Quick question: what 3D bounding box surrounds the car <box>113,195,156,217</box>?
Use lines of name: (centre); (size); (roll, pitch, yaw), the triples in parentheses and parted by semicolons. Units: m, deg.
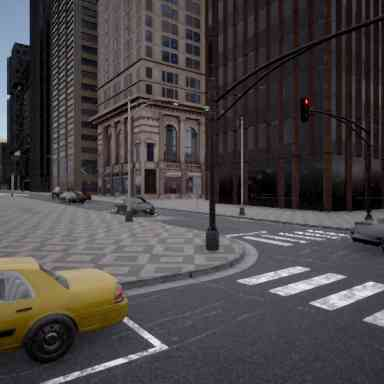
car: (-4.621, 1.055, 26.214); (1.837, 1.490, 4.892); (0, 1, -36)

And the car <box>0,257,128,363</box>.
car: (-3.276, 1.526, 4.312); (4.829, 1.417, 1.752); (0, 0, -35)

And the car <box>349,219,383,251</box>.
car: (8.456, 1.479, 11.602); (5.357, 1.411, 2.033); (1, 1, 26)

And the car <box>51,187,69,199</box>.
car: (-21.947, 0.133, 55.746); (2.150, 2.045, 5.566); (0, 1, -36)

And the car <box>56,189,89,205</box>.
car: (-14.458, 0.707, 39.980); (1.882, 1.535, 5.008); (0, 1, -35)

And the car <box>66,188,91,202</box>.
car: (-15.982, 0.576, 47.488); (1.882, 1.535, 5.008); (0, 1, -35)
